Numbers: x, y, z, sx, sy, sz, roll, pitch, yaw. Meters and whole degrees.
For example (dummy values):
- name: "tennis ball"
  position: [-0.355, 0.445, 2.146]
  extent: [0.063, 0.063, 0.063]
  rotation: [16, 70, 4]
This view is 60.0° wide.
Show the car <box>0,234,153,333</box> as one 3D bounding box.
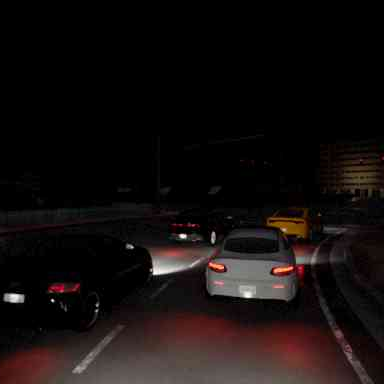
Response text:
- name: "car"
  position: [-2.267, 1.562, 6.962]
  extent: [1.994, 1.385, 4.181]
  rotation: [0, 0, 11]

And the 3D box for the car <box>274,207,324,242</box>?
- name: "car"
  position: [5.210, 1.472, 16.499]
  extent: [1.882, 1.535, 5.008]
  rotation: [0, 0, 30]

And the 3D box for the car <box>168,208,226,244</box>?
- name: "car"
  position: [0.611, 1.500, 15.397]
  extent: [1.837, 1.490, 4.892]
  rotation: [0, 0, 23]

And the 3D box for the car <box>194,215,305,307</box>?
- name: "car"
  position: [1.525, 1.523, 7.989]
  extent: [1.812, 1.442, 4.674]
  rotation: [0, 0, 14]
